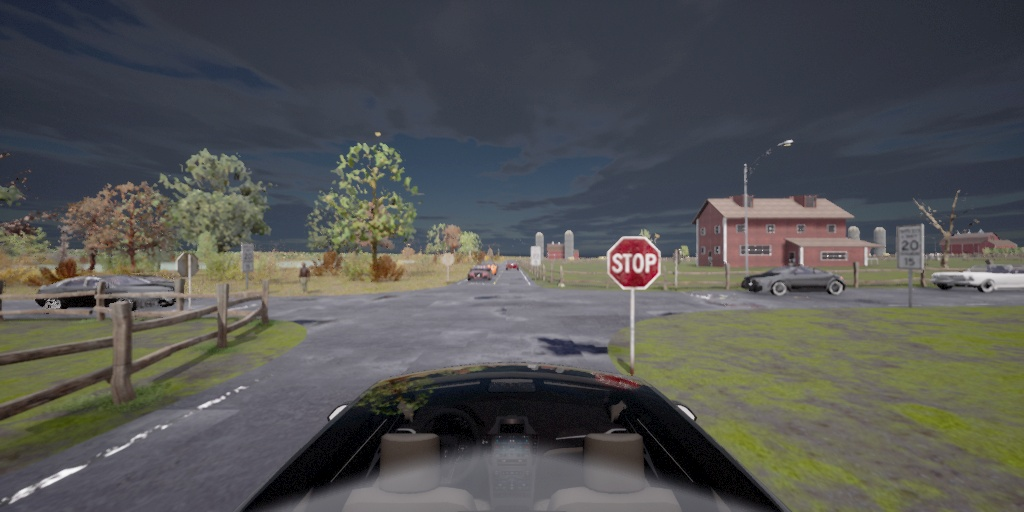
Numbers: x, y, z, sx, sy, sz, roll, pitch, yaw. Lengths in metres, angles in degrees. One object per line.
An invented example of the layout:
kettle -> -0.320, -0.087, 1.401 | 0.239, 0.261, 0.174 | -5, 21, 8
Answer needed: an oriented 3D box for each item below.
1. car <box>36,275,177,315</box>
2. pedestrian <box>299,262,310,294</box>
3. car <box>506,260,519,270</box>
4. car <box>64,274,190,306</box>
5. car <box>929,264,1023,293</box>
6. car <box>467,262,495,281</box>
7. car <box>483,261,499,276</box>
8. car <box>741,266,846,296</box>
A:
car -> -16.788, 1.553, 15.080 | 4.902, 1.511, 2.128 | -1, 0, 1
pedestrian -> -12.173, 1.288, 21.005 | 0.375, 1.860, 0.375 | 0, 1, 0
car -> 0.054, 1.477, 59.895 | 2.097, 1.767, 4.553 | 0, 0, 0
car -> -19.156, 1.652, 18.005 | 4.181, 1.385, 1.994 | -1, 0, 1
car -> 23.913, 1.077, 17.731 | 4.718, 1.301, 1.895 | -1, 0, 0
car -> -2.864, 1.513, 32.683 | 1.994, 1.385, 4.181 | 0, 0, 0
car -> -2.869, 1.363, 42.439 | 2.097, 1.767, 4.553 | 0, 0, 0
car -> 13.844, 1.187, 17.797 | 4.181, 1.385, 1.994 | -1, 0, 1
